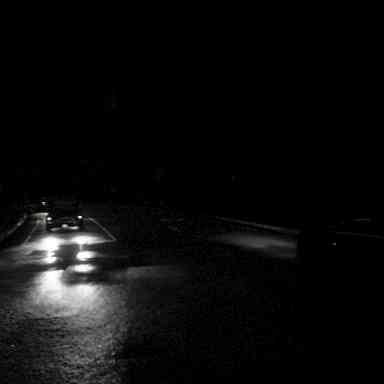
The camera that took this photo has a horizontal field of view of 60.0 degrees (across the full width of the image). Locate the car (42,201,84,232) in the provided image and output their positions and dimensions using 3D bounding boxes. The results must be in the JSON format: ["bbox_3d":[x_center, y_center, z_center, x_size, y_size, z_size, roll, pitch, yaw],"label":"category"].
[{"bbox_3d":[-7.200,1.387,18.823,1.895,1.301,4.718,-1,1,-21],"label":"car"}]

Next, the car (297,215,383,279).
[{"bbox_3d":[4.558,1.302,8.066,2.128,1.511,4.902,-1,1,-20],"label":"car"}]

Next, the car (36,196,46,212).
[{"bbox_3d":[-15.413,1.227,36.260,2.097,1.767,4.553,-1,0,-29],"label":"car"}]

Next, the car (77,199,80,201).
[{"bbox_3d":[-18.084,1.496,47.372,1.994,1.385,4.181,-1,0,-38],"label":"car"}]

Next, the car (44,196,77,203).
[{"bbox_3d":[-10.872,1.317,27.288,1.812,1.442,4.674,-1,0,-25],"label":"car"}]
